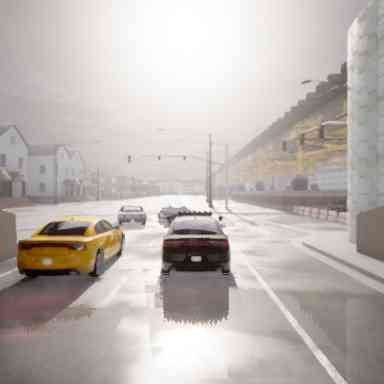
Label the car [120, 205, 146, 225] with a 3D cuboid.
[{"bbox_3d":[-4.537,1.631,24.487,1.895,1.301,4.718,0,0,-14],"label":"car"}]

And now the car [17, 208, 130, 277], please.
[{"bbox_3d":[-3.403,1.490,10.283,1.882,1.535,5.008,0,0,0],"label":"car"}]

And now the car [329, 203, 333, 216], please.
[{"bbox_3d":[13.943,1.485,26.319,2.038,1.542,4.974,0,0,-35],"label":"car"}]

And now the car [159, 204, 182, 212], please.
[{"bbox_3d":[-1.334,1.595,25.156,1.994,1.385,4.181,0,0,-16],"label":"car"}]

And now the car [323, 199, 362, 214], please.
[{"bbox_3d":[14.085,1.333,30.962,4.536,1.218,1.853,0,0,-45],"label":"car"}]

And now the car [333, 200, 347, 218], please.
[{"bbox_3d":[13.973,1.327,26.276,1.853,1.218,4.536,0,0,-35],"label":"car"}]

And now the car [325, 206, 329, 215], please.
[{"bbox_3d":[14.049,1.490,30.925,4.974,1.542,2.038,0,0,-45],"label":"car"}]

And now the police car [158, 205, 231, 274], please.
[{"bbox_3d":[0.092,1.438,10.780,1.930,1.638,5.238,0,0,0],"label":"police car"}]
